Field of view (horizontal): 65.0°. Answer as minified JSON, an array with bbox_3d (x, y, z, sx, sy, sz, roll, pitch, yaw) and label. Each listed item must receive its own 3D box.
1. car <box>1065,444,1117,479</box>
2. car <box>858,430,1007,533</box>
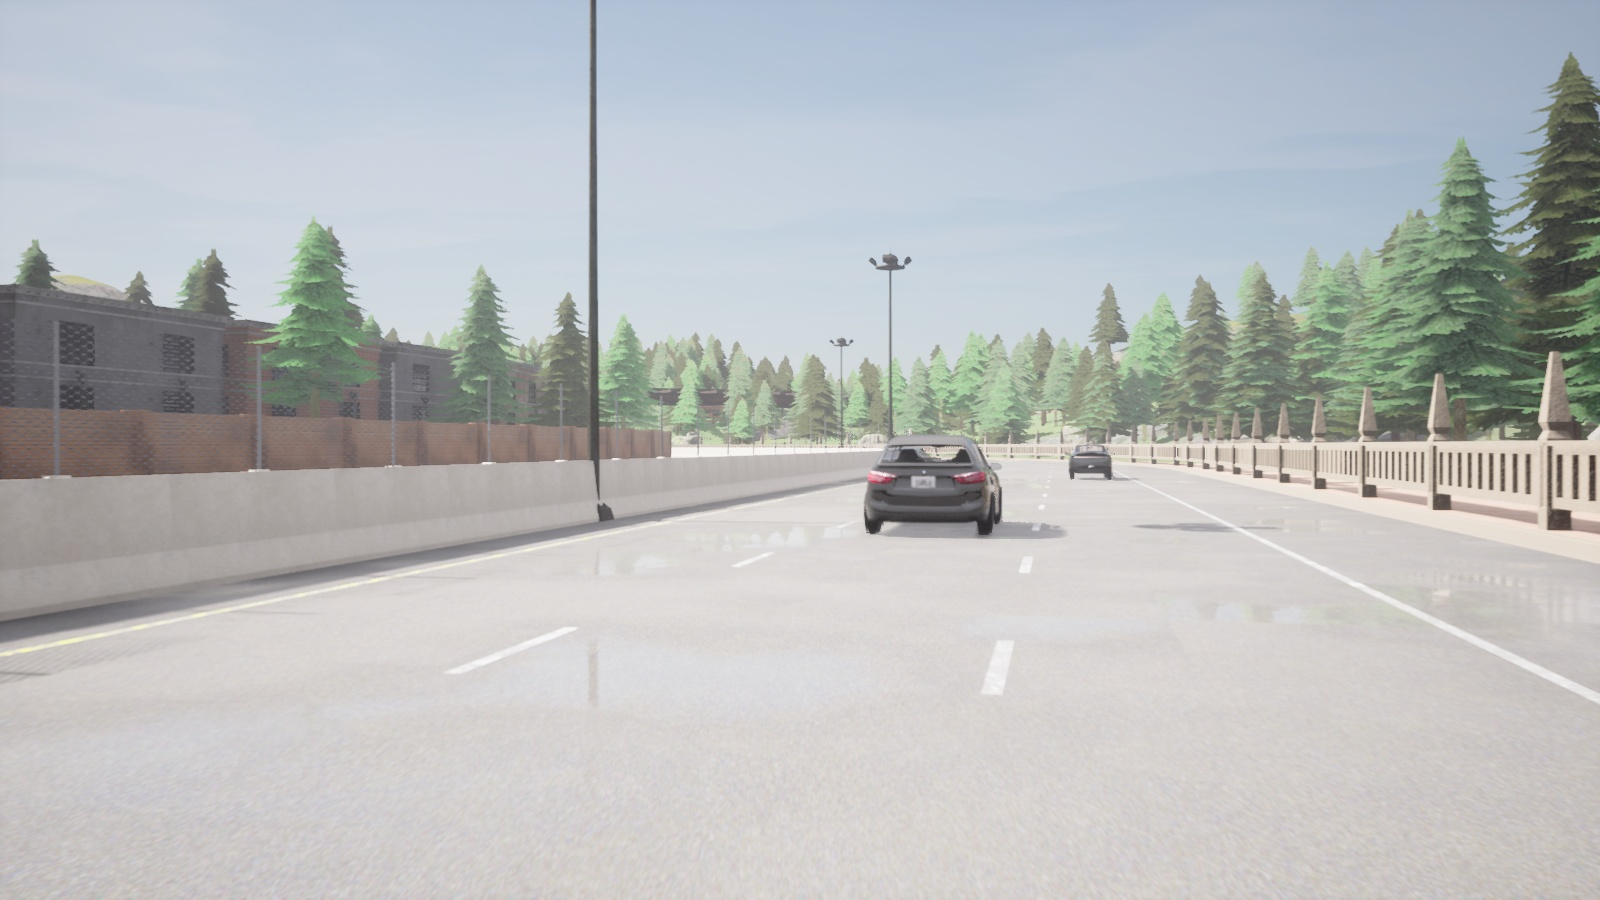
[{"bbox_3d":[12.986,0.490,56.220,2.128,1.511,4.902,0,0,12],"label":"car"},{"bbox_3d":[2.522,0.503,22.797,2.242,1.667,4.611,0,0,12],"label":"car"}]
